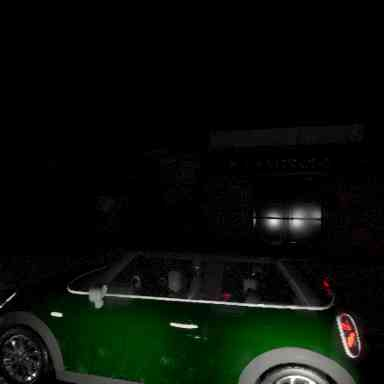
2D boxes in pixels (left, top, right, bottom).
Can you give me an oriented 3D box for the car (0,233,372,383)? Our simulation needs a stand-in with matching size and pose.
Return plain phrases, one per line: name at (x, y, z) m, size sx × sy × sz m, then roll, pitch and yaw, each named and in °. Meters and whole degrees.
car at (-0.306, 1.390, 4.367) m, size 4.553 × 1.767 × 2.097 m, roll 0°, pitch -1°, yaw 17°
